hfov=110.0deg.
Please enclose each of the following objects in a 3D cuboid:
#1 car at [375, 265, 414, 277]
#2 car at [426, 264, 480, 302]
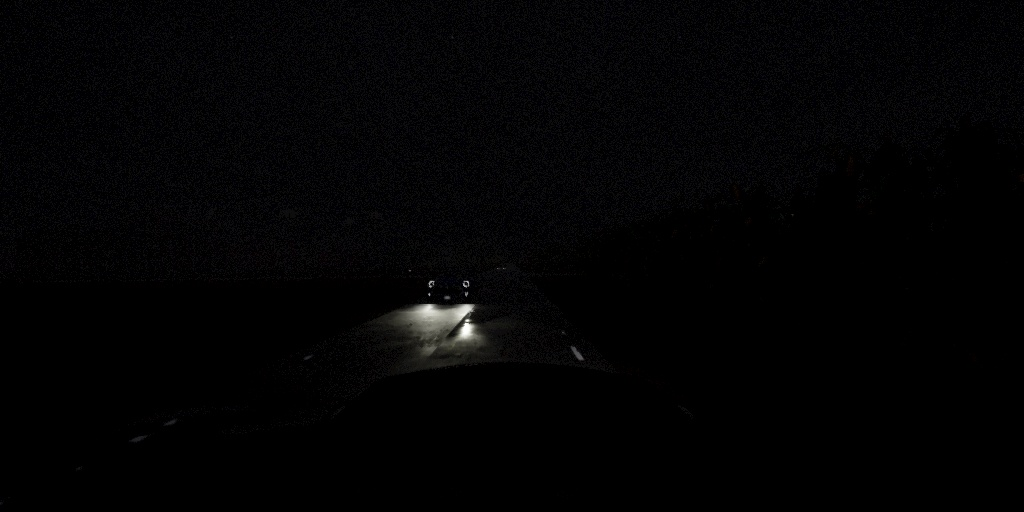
[{"bbox_3d":[-15.431,1.873,47.016,4.892,1.490,1.837,-1,-1,0],"label":"car"},{"bbox_3d":[-2.843,1.273,18.014,2.097,1.767,4.553,0,-1,0],"label":"car"}]
